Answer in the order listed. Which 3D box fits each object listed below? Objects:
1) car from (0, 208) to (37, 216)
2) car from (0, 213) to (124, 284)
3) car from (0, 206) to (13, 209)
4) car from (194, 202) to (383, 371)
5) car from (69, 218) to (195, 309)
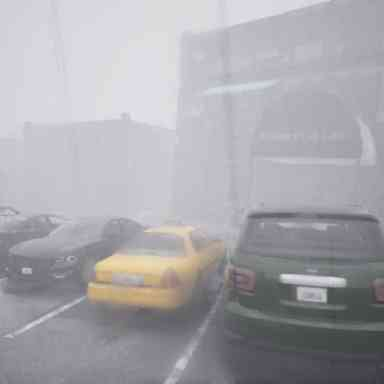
[{"bbox_3d":[-5.208,1.422,11.137,2.097,1.535,5.008,0,-1,15],"label":"car"},{"bbox_3d":[-2.810,1.429,9.452,2.097,1.535,5.008,1,-1,15],"label":"car"},{"bbox_3d":[-7.613,1.297,12.813,2.185,1.767,4.553,0,-1,15],"label":"car"},{"bbox_3d":[1.976,1.208,6.078,2.435,2.045,5.566,0,-1,16],"label":"car"},{"bbox_3d":[-0.370,1.438,7.924,1.946,1.575,5.366,0,-1,15],"label":"car"}]
